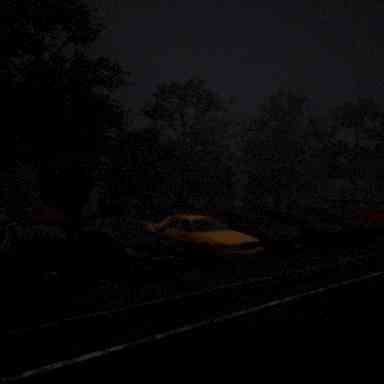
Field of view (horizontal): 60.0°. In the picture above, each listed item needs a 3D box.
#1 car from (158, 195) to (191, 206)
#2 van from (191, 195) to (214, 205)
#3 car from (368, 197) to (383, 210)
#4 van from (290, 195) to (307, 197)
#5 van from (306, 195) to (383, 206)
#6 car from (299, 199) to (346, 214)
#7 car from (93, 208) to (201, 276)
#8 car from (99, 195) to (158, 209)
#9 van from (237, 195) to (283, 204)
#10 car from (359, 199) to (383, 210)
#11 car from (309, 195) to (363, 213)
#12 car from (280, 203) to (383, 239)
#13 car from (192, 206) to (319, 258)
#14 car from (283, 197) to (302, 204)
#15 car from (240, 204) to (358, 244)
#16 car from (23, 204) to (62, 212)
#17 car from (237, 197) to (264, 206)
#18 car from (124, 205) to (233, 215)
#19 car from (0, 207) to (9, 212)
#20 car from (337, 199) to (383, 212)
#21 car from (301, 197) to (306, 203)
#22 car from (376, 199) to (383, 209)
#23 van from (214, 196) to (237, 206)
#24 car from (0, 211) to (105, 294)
[{"bbox_3d":[-2.840,1.268,26.181,2.435,2.045,5.566,0,0,-35],"label":"car"},{"bbox_3d":[-0.532,1.298,27.713,1.878,1.987,4.442,0,0,-35],"label":"van"},{"bbox_3d":[28.626,1.663,48.618,2.185,1.767,4.553,1,0,-35],"label":"car"},{"bbox_3d":[12.774,1.364,37.456,1.878,1.987,4.442,1,0,-35],"label":"van"},{"bbox_3d":[9.109,1.305,18.805,1.878,1.987,4.442,0,0,-35],"label":"van"},{"bbox_3d":[15.215,1.647,39.013,2.163,1.488,4.792,1,0,-35],"label":"car"},{"bbox_3d":[-2.141,1.509,10.673,2.231,1.521,4.892,0,0,-35],"label":"car"},{"bbox_3d":[-5.098,1.263,24.576,2.435,2.045,5.566,0,0,-35],"label":"car"},{"bbox_3d":[6.250,1.315,32.543,1.878,1.987,4.442,0,0,-36],"label":"van"},{"bbox_3d":[26.503,1.790,47.035,2.163,1.488,4.792,1,0,-35],"label":"car"},{"bbox_3d":[17.441,1.395,40.665,2.435,2.045,5.566,1,0,-35],"label":"car"},{"bbox_3d":[6.931,1.556,17.077,2.163,1.488,4.792,0,0,-35],"label":"car"},{"bbox_3d":[2.405,1.546,13.861,2.163,1.488,4.792,0,0,-35],"label":"car"},{"bbox_3d":[8.413,1.581,34.249,2.163,1.488,4.792,0,0,-35],"label":"car"},{"bbox_3d":[4.668,1.551,15.469,2.163,1.488,4.792,0,0,-35],"label":"car"},{"bbox_3d":[-9.629,1.505,21.384,2.097,1.535,5.008,0,0,-35],"label":"car"},{"bbox_3d":[3.913,1.533,31.022,2.097,1.535,5.008,0,0,-35],"label":"car"},{"bbox_3d":[-0.616,1.582,17.182,5.357,1.411,2.033,0,0,-36],"label":"car"},{"bbox_3d":[-11.993,1.541,19.713,2.002,1.452,4.674,0,0,-35],"label":"car"},{"bbox_3d":[22.078,1.701,43.698,1.946,1.575,5.366,1,0,-35],"label":"car"},{"bbox_3d":[10.564,1.597,35.778,2.163,1.488,4.792,1,0,-35],"label":"car"},{"bbox_3d":[30.904,1.817,50.193,2.097,1.535,5.008,1,0,-35],"label":"car"},{"bbox_3d":[1.591,1.303,29.508,1.878,1.987,4.442,0,0,-35],"label":"van"},{"bbox_3d":[-4.397,1.504,9.054,2.231,1.521,4.892,0,0,-35],"label":"car"}]
